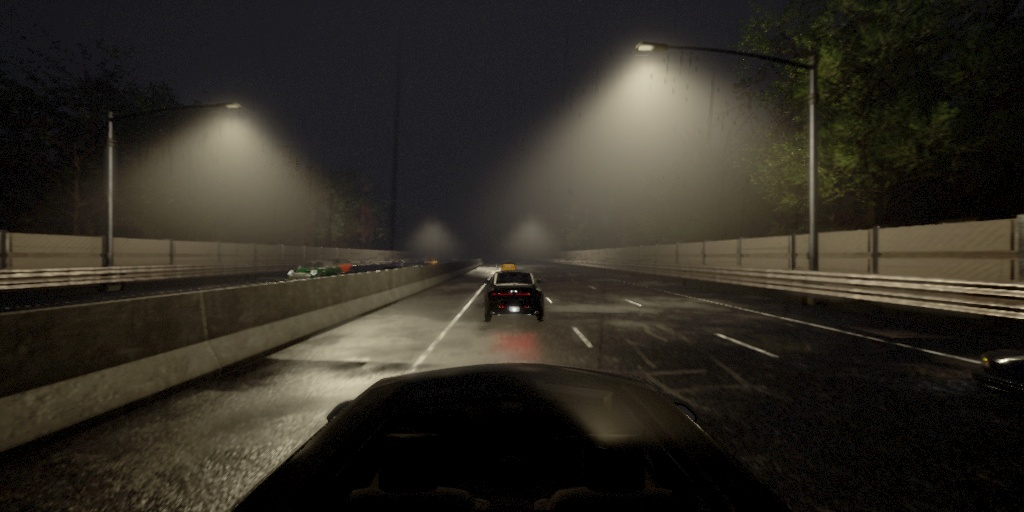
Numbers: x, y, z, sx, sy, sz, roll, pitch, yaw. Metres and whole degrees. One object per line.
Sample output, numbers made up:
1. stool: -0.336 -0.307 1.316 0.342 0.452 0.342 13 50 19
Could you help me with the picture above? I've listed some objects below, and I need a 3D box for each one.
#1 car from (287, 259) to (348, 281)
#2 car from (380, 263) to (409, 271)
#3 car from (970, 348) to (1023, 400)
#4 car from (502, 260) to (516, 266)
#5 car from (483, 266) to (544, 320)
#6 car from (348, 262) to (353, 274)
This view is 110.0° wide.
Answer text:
1. car: -14.281 1.111 26.244 2.097 1.767 4.553 0 0 -1
2. car: -10.896 1.324 33.630 1.994 1.385 4.181 0 0 -1
3. car: 7.098 1.296 2.277 2.033 1.411 5.357 0 0 0
4. car: -0.416 1.221 44.007 1.801 1.575 5.366 0 0 -1
5. car: 0.056 1.259 12.560 1.837 1.490 4.892 0 0 0
6. car: -17.945 1.111 36.211 2.097 1.767 4.553 0 0 -1
